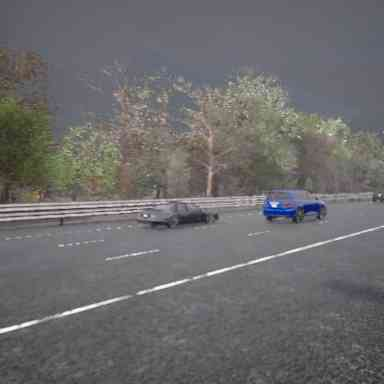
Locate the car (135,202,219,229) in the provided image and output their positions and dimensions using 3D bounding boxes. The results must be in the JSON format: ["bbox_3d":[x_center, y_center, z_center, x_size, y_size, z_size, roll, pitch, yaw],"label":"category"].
[{"bbox_3d":[-0.725,1.298,19.574,5.357,1.411,2.033,-1,1,-45],"label":"car"}]

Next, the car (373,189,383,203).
[{"bbox_3d":[28.127,0.570,48.381,5.566,2.045,2.150,-1,1,-45],"label":"car"}]

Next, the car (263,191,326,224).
[{"bbox_3d":[6.956,0.917,22.297,5.566,2.045,2.150,-1,1,-45],"label":"car"}]
